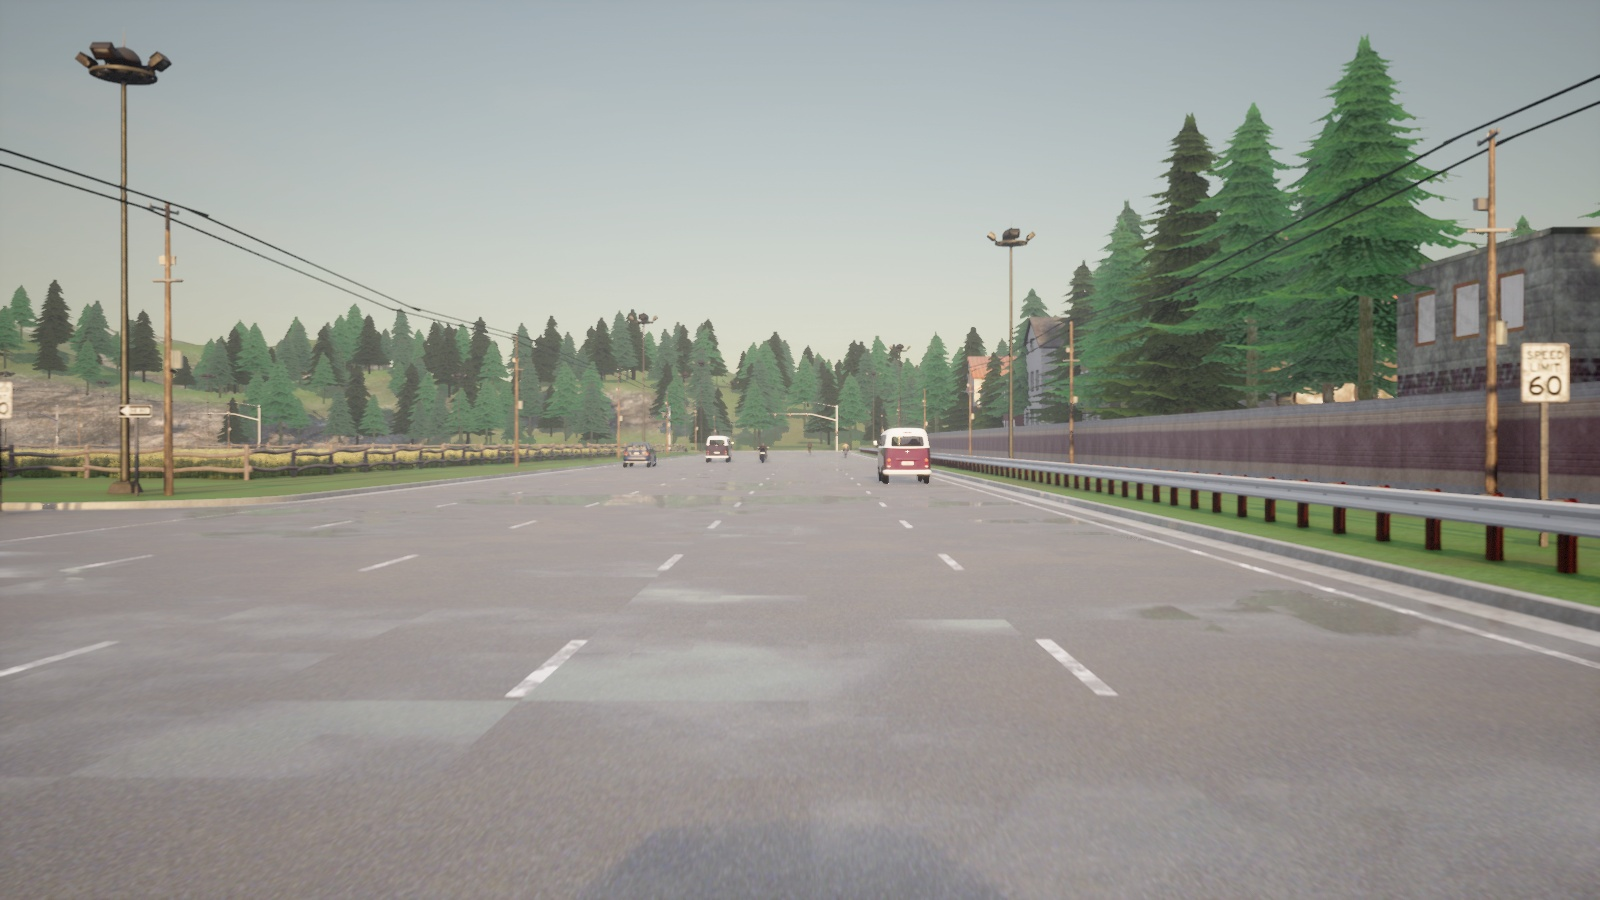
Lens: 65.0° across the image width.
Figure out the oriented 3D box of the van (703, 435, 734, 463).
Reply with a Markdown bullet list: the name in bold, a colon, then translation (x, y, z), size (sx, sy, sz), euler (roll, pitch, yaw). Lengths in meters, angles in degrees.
- **van**: translation (-6.259, -0.086, 96.745), size (2.069, 2.038, 4.480), euler (0, 0, 0)

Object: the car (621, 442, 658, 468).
- **car**: translation (-9.902, 0.274, 77.766), size (1.789, 1.549, 3.705), euler (0, 0, 0)

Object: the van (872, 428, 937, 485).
- **van**: translation (3.869, 0.205, 47.120), size (2.069, 2.038, 4.480), euler (0, 0, 0)
